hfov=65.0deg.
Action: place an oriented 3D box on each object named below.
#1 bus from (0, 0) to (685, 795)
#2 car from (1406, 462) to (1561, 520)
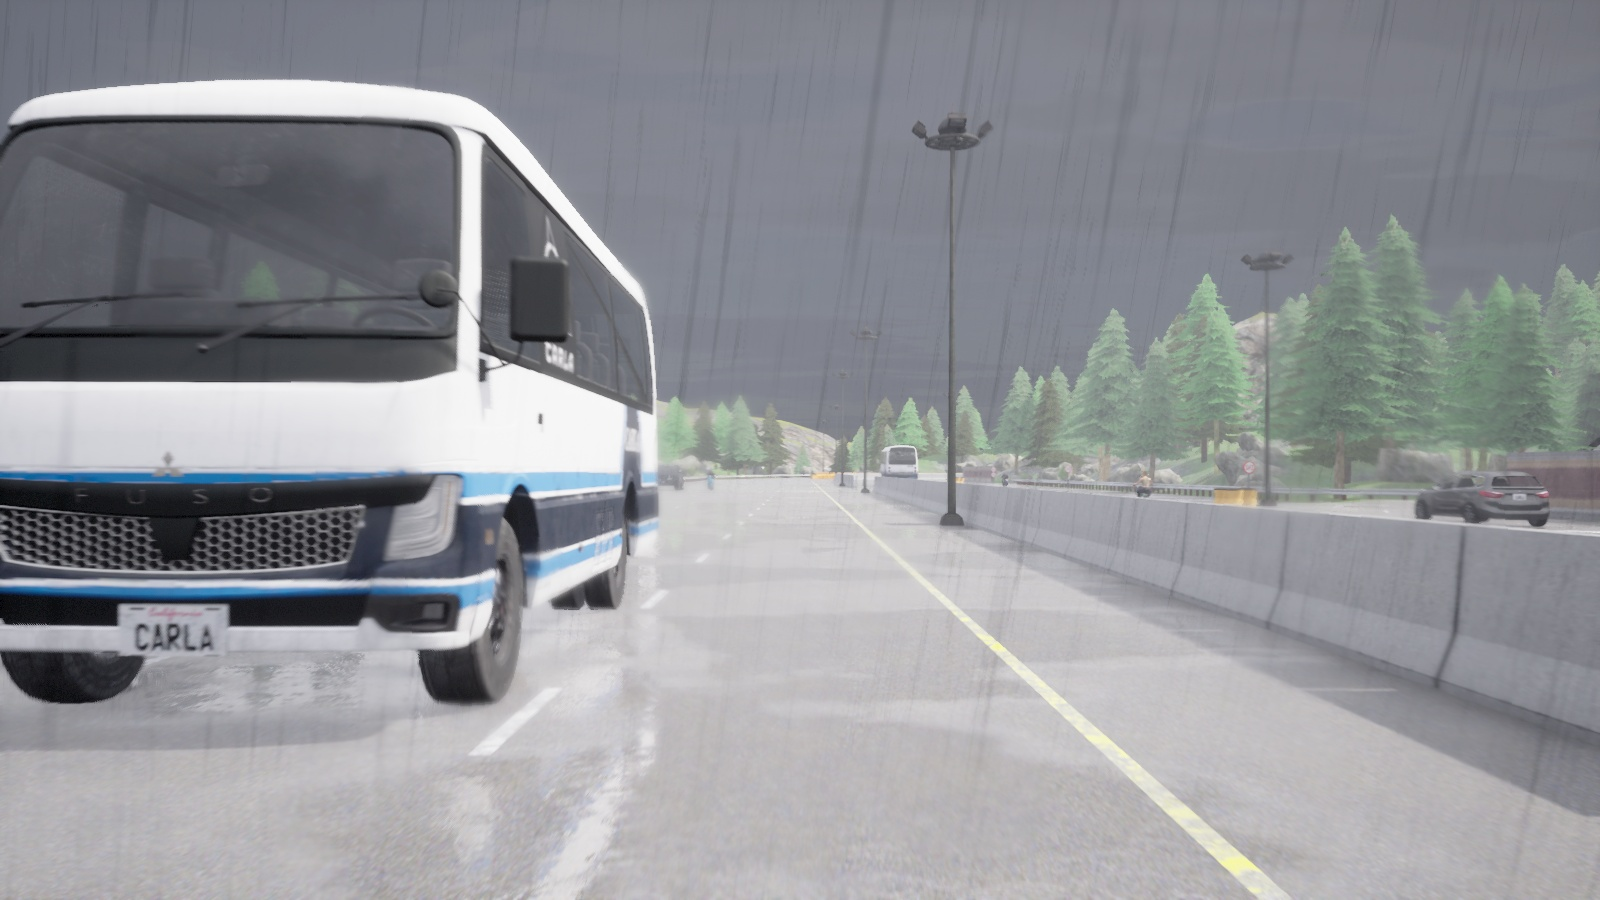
[{"bbox_3d":[-3.492,-0.360,11.300,3.944,4.253,10.273,0,-1,0],"label":"bus"},{"bbox_3d":[21.053,1.231,38.947,2.242,1.667,4.611,0,-1,0],"label":"car"}]
